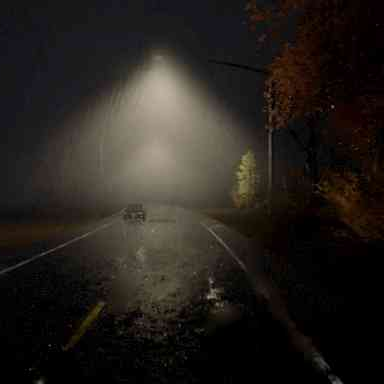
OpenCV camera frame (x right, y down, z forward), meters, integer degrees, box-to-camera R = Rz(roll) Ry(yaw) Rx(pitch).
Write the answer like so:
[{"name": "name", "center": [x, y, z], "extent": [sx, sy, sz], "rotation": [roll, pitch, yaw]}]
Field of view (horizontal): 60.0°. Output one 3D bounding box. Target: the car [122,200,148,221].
[{"name": "car", "center": [-4.909, 1.688, 29.212], "extent": [1.837, 1.490, 4.892], "rotation": [0, -1, -5]}]
